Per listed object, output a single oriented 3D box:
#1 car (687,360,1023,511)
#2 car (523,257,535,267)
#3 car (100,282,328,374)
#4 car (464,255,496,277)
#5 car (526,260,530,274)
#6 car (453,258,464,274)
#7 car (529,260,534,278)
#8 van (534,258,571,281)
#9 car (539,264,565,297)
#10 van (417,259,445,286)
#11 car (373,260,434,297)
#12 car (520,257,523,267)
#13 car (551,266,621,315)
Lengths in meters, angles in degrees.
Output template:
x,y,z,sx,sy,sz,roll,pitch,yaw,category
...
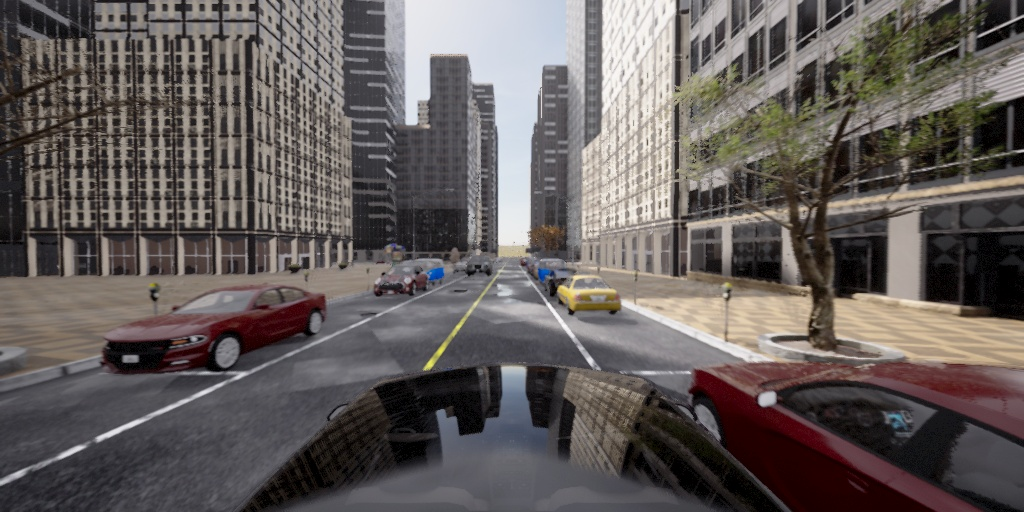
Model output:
x,y,z,sx,sy,sz,roll,pitch,yaw,category
2.691,1.295,1.984,1.888,1.381,4.507,0,0,0,car
2.677,1.175,41.362,1.967,1.591,4.097,0,0,0,car
-5.693,1.293,7.606,1.888,1.381,4.507,0,0,0,car
-3.102,0.958,35.430,2.150,2.045,5.566,0,0,0,car
2.679,1.319,35.736,1.802,1.307,4.207,0,0,0,car
-5.704,1.285,41.358,2.007,1.370,4.403,0,0,0,car
2.681,1.265,30.280,1.751,1.417,4.829,0,0,0,car
2.683,1.083,24.485,1.690,1.789,3.998,0,0,0,van
2.685,1.310,18.860,1.948,1.339,4.313,0,0,0,car
-5.699,1.083,24.483,1.690,1.789,3.998,0,0,0,van
-5.697,1.184,18.857,1.967,1.591,4.097,0,0,0,car
2.670,1.270,63.863,1.888,1.381,4.507,0,0,0,car
2.687,1.271,13.405,1.751,1.417,4.829,0,0,0,car
